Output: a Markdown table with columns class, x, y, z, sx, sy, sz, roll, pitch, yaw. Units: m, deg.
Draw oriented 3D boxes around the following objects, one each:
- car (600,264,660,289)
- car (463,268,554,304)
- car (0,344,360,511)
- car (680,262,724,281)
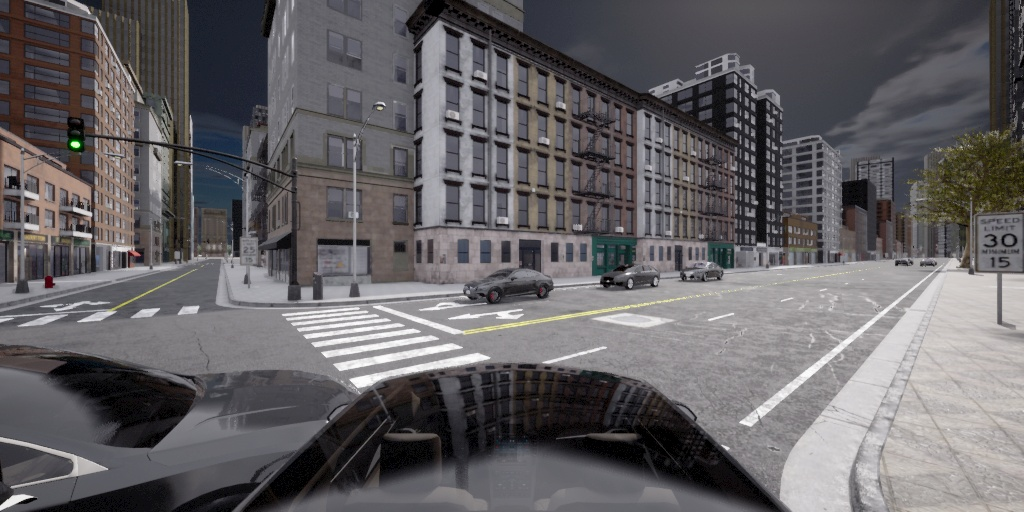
| class | x | y | z | sx | sy | sz | roll | pitch | yaw |
| --- | --- | --- | --- | --- | --- | --- | --- | --- | --- |
| car | 7.629 | 1.258 | 22.972 | 4.892 | 1.490 | 1.837 | 0 | 0 | -39 |
| car | -0.056 | 1.286 | 16.740 | 4.674 | 1.442 | 1.812 | 0 | 0 | -39 |
| car | -3.224 | 1.257 | 1.765 | 4.892 | 1.490 | 1.837 | 0 | 0 | -35 |
| car | 15.633 | 1.235 | 29.451 | 4.902 | 1.511 | 2.128 | 0 | 0 | -39 |
